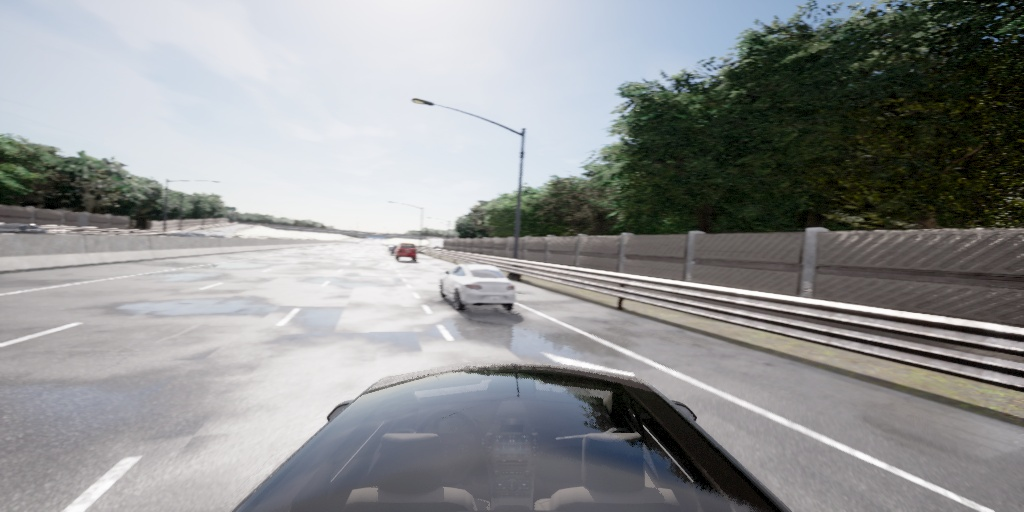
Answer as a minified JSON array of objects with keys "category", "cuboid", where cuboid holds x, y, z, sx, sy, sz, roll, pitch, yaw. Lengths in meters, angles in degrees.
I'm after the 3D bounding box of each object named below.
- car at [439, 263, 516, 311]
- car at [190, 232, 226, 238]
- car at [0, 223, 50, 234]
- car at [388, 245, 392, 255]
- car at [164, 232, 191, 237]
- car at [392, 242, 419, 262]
[{"category":"car","cuboid":[-1.320,0.988,12.674,1.812,1.442,4.674,3,1,-21]},{"category":"car","cuboid":[-34.990,-1.763,41.877,1.837,1.490,4.892,3,3,-21]},{"category":"car","cuboid":[-41.742,-1.988,30.084,1.837,1.490,4.892,3,1,-21]},{"category":"car","cuboid":[-17.852,-1.009,55.892,2.097,1.767,4.553,3,1,-21]},{"category":"car","cuboid":[-38.625,-1.974,41.606,1.837,1.490,4.892,3,3,-21]},{"category":"car","cuboid":[-11.945,-0.493,40.406,2.150,2.045,5.566,3,1,-21]}]
